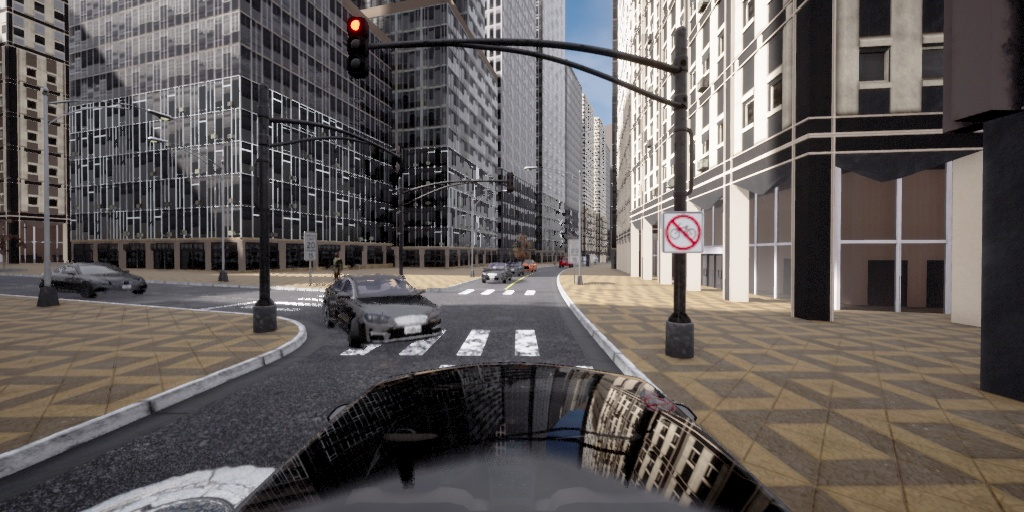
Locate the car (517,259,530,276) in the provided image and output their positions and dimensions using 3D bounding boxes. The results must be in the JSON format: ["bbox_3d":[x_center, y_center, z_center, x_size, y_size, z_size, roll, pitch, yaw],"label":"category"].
[{"bbox_3d":[0.230,1.310,37.675,2.128,1.511,4.902,0,0,9],"label":"car"}]

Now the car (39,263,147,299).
[{"bbox_3d":[-18.810,1.042,16.079,4.674,1.442,1.812,1,1,16],"label":"car"}]

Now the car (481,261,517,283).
[{"bbox_3d":[-1.116,1.275,28.193,2.128,1.511,4.902,0,0,7],"label":"car"}]

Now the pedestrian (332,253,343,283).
[{"bbox_3d":[-9.523,0.716,19.461,0.375,1.860,0.375,0,0,16],"label":"pedestrian"}]

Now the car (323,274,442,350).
[{"bbox_3d":[-3.533,1.236,9.315,2.128,1.511,4.902,1,0,-38],"label":"car"}]

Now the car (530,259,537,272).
[{"bbox_3d":[2.010,1.219,47.454,2.097,1.767,4.553,0,0,12],"label":"car"}]
